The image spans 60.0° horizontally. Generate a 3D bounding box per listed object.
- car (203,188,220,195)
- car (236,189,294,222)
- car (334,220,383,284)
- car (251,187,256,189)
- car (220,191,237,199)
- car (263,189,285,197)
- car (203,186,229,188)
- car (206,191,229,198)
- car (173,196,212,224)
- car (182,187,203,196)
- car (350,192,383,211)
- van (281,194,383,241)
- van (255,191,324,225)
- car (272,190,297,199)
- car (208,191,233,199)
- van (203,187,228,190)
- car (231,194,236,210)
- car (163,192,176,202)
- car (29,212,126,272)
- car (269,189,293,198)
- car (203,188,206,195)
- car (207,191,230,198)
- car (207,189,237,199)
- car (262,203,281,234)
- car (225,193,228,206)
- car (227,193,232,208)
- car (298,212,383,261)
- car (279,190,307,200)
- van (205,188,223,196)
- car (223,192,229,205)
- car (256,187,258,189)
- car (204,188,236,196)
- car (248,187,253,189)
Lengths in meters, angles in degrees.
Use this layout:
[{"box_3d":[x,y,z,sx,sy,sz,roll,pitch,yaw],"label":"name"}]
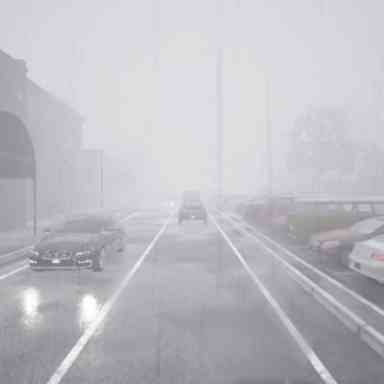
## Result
[{"box_3d":[5.507,-0.154,95.255,4.553,1.767,2.185,0,1,0],"label":"car"},{"box_3d":[6.005,1.019,21.718,5.566,2.045,2.435,0,1,0],"label":"car"},{"box_3d":[6.060,1.503,7.575,4.674,1.452,2.002,0,0,0],"label":"car"},{"box_3d":[18.628,0.175,86.984,4.792,1.488,2.163,0,1,0],"label":"car"},{"box_3d":[6.027,0.981,38.676,4.792,1.488,2.163,0,1,0],"label":"car"},{"box_3d":[18.679,0.251,75.843,4.553,1.767,2.185,0,1,0],"label":"car"},{"box_3d":[5.576,0.011,81.339,5.566,2.045,2.435,0,1,0],"label":"car"},{"box_3d":[5.615,0.465,72.997,4.792,1.488,2.163,0,1,0],"label":"car"},{"box_3d":[0.045,1.287,22.605,2.128,1.511,4.902,0,1,0],"label":"car"},{"box_3d":[-0.071,0.750,40.530,2.150,2.045,5.566,0,1,0],"label":"car"},{"box_3d":[18.557,0.930,33.083,4.553,1.767,2.185,0,1,0],"label":"car"},{"box_3d":[6.167,1.198,13.364,4.442,1.987,1.878,0,1,0],"label":"van"},{"box_3d":[6.156,1.097,18.894,4.442,1.987,1.878,0,1,0],"label":"van"},{"box_3d":[18.781,0.422,67.615,4.553,1.767,2.185,0,1,0],"label":"car"},{"box_3d":[5.700,0.580,67.432,4.792,1.488,2.163,0,1,0],"label":"car"},{"box_3d":[5.501,0.092,78.680,4.442,1.987,1.878,0,1,0],"label":"van"},{"box_3d":[6.016,1.163,27.373,5.008,1.535,2.097,0,1,0],"label":"car"},{"box_3d":[-3.588,0.784,53.443,2.128,1.511,4.902,0,1,0],"label":"car"},{"box_3d":[-3.364,1.439,10.640,1.837,1.490,4.892,0,0,0],"label":"car"},{"box_3d":[18.768,0.364,70.399,4.553,1.767,2.185,0,1,0],"label":"car"},{"box_3d":[5.624,0.379,75.779,4.892,1.521,2.231,0,1,0],"label":"car"},{"box_3d":[5.660,0.533,70.214,4.674,1.452,2.002,0,1,0],"label":"car"},{"box_3d":[5.711,0.703,62.008,4.674,1.452,2.002,1,1,0],"label":"car"},{"box_3d":[6.048,1.416,16.074,4.674,1.452,2.002,0,1,0],"label":"car"},{"box_3d":[6.012,1.097,33.025,4.674,1.452,2.002,0,1,0],"label":"car"},{"box_3d":[6.201,1.107,30.199,5.366,1.575,1.946,0,1,0],"label":"car"},{"box_3d":[6.059,1.495,10.409,4.674,1.452,2.002,0,0,0],"label":"car"},{"box_3d":[18.746,0.540,61.920,4.553,1.767,2.185,0,1,0],"label":"car"},{"box_3d":[5.474,-0.021,84.121,4.442,1.987,1.878,0,1,0],"label":"van"},{"box_3d":[6.006,1.044,35.850,4.674,1.452,2.002,0,1,0],"label":"car"},{"box_3d":[18.725,0.065,78.749,5.566,2.045,2.435,0,1,0],"label":"car"},{"box_3d":[5.498,0.605,64.648,5.366,1.575,1.946,0,1,0],"label":"car"},{"box_3d":[18.662,-0.097,92.548,4.553,1.767,2.185,0,1,0],"label":"car"}]
